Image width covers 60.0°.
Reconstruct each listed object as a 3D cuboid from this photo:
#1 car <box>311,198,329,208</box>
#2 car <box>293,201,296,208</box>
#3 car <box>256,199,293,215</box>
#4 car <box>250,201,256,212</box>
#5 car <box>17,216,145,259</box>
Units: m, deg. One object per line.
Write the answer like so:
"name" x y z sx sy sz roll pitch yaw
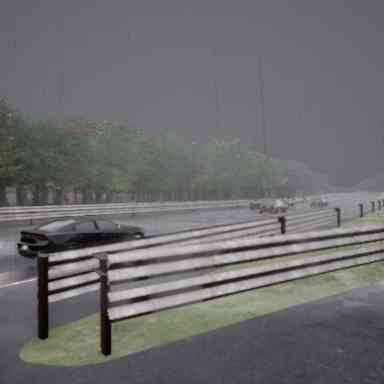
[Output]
"car" 21.488 1.746 55.836 2.097 1.767 4.553 0 0 33
"car" 14.803 1.846 52.090 2.128 1.511 4.902 0 0 33
"car" 9.337 1.622 37.418 2.097 1.767 4.553 0 0 34
"car" 9.260 1.776 43.705 1.882 1.535 5.008 0 0 34
"car" -3.903 1.644 12.693 1.882 1.535 5.008 0 0 36
